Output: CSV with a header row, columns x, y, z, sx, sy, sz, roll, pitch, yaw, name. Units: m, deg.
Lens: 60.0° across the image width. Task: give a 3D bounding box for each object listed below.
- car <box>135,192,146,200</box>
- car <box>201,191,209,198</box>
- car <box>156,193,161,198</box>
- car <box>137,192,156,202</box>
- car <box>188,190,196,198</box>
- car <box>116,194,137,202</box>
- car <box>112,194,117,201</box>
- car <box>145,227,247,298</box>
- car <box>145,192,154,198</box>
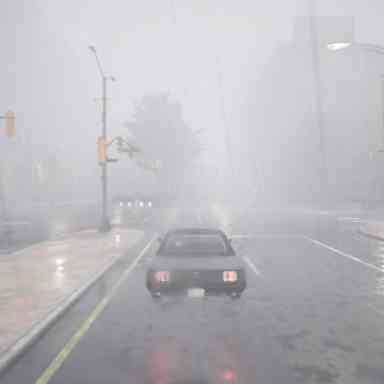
x,y,z,sx,sy,sz,roll,pitch,yaw,name
-11.449,0.870,74.489,1.837,1.490,4.892,0,0,0,car
3.560,0.784,86.930,2.128,1.511,4.902,0,0,0,car
-7.949,0.922,74.493,1.994,1.385,4.181,0,0,0,car
-8.010,1.100,59.121,1.895,1.301,4.718,0,0,1,car
0.060,0.486,86.544,2.150,2.045,5.566,0,0,0,car
-11.508,1.100,59.107,1.895,1.301,4.718,0,0,1,car
-14.703,1.028,66.914,1.895,1.301,4.718,0,0,0,car
0.080,1.530,8.252,1.895,1.301,4.718,0,0,0,car
-11.438,0.746,90.086,1.812,1.442,4.674,0,0,0,car
